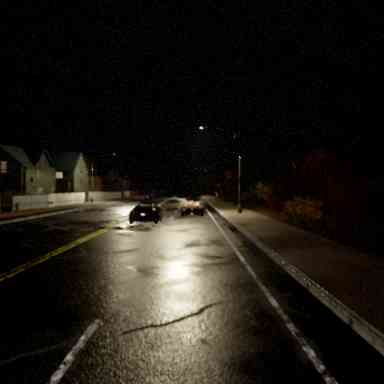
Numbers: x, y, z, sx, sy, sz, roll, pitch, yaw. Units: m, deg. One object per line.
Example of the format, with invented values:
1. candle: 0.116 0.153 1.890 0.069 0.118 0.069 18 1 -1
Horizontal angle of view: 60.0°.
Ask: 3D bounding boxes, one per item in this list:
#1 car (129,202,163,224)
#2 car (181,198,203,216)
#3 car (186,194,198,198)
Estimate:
1. car: -3.143 1.396 23.329 1.994 1.385 4.181 0 0 0
2. car: 0.012 1.458 29.146 1.895 1.301 4.718 0 0 0
3. car: 0.015 1.114 57.875 1.812 1.442 4.674 0 0 0
